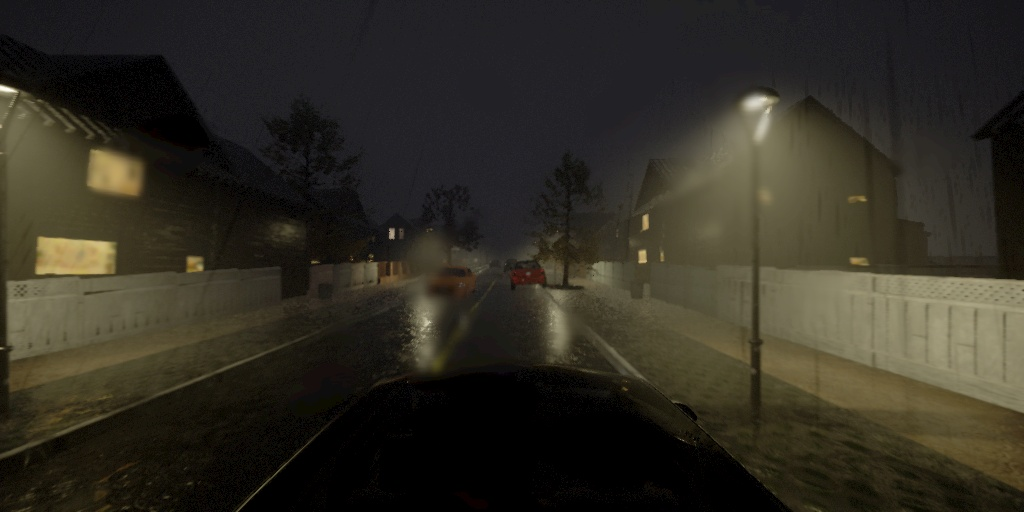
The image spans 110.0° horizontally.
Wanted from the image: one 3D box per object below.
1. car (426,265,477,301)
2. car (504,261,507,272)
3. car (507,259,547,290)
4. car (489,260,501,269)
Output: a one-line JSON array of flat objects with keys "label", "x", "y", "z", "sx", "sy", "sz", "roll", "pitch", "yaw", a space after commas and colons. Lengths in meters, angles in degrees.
[{"label": "car", "x": -2.844, "y": 1.226, "z": 17.561, "sx": 1.882, "sy": 1.535, "sz": 5.008, "roll": 0, "pitch": 0, "yaw": 0}, {"label": "car", "x": 0.062, "y": 1.119, "z": 46.031, "sx": 2.097, "sy": 1.767, "sz": 4.553, "roll": 0, "pitch": 0, "yaw": 1}, {"label": "car", "x": 0.928, "y": 1.051, "z": 22.376, "sx": 2.097, "sy": 1.767, "sz": 4.553, "roll": -3, "pitch": -1, "yaw": 0}, {"label": "car", "x": -2.769, "y": 1.336, "z": 59.638, "sx": 2.033, "sy": 1.411, "sz": 5.357, "roll": 0, "pitch": 0, "yaw": 1}]
